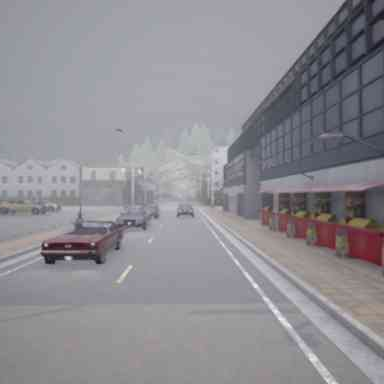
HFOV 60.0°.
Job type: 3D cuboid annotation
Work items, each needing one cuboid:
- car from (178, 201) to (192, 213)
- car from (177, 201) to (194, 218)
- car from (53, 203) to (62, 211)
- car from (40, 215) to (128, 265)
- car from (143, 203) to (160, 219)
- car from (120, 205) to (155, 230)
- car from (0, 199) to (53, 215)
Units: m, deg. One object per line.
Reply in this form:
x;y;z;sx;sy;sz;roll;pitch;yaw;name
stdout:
-0.967;2.075;46.456;1.837;1.490;4.892;0;-1;-1;car
-0.705;1.989;35.964;2.033;1.411;5.357;0;-1;-1;car
-18.925;1.790;42.786;3.806;1.475;1.970;0;-1;-1;car
-3.850;1.759;12.464;1.895;1.301;4.718;0;-1;-1;car
-4.263;1.909;33.733;2.128;1.511;4.902;0;-1;-1;car
-4.020;1.855;23.336;1.994;1.385;4.181;0;-1;-1;car
-18.457;1.632;36.379;5.027;1.636;2.152;0;-1;-1;car
